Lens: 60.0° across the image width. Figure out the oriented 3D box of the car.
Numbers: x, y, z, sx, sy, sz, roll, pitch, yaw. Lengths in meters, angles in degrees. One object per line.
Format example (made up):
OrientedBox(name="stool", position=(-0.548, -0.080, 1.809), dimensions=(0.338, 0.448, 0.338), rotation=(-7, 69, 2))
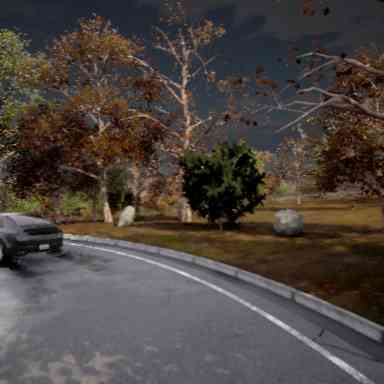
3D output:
OrientedBox(name="car", position=(-6.566, 1.510, 12.117), dimensions=(4.892, 1.490, 1.837), rotation=(0, -1, 40))
